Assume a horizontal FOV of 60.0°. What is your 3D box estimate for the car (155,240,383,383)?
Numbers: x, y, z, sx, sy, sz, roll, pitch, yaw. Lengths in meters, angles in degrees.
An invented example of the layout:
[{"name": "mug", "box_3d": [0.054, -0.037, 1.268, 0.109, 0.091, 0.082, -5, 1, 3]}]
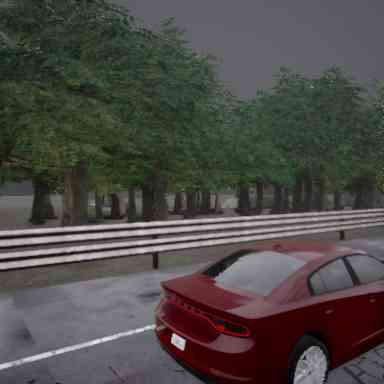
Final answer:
[{"name": "car", "box_3d": [1.865, 1.481, 5.073, 5.008, 1.535, 1.882, 0, 0, -35]}]
